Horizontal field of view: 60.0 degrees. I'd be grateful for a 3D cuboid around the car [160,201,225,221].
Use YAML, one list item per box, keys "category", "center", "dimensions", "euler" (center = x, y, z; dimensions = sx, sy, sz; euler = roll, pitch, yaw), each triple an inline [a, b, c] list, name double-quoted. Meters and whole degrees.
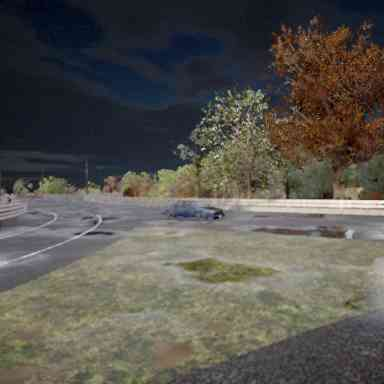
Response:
- category: "car"
  center: [-0.050, 1.391, 25.916]
  dimensions: [5.357, 1.411, 2.033]
  euler: [0, 0, 38]
